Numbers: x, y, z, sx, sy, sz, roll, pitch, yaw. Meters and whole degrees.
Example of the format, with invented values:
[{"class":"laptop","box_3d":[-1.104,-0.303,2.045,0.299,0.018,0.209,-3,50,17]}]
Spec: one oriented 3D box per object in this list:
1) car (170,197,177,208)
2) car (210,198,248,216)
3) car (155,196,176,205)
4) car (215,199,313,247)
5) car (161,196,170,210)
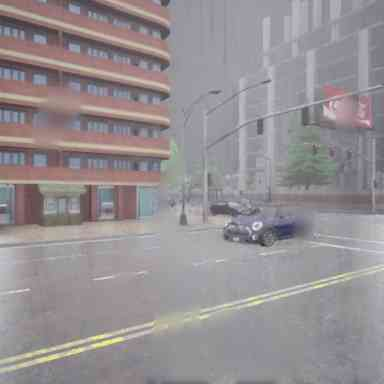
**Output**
[{"class":"car","box_3d":[-4.295,1.547,47.214,2.033,1.411,5.357,0,0,-35]},{"class":"car","box_3d":[3.440,1.526,29.977,1.812,1.442,4.674,0,0,-33]},{"class":"car","box_3d":[-4.919,1.526,60.662,1.812,1.442,4.674,0,0,-35]},{"class":"car","box_3d":[3.532,1.353,15.113,4.553,1.767,2.097,0,0,-40]},{"class":"car","box_3d":[-5.154,1.352,42.341,2.097,1.767,4.553,0,0,-35]}]
